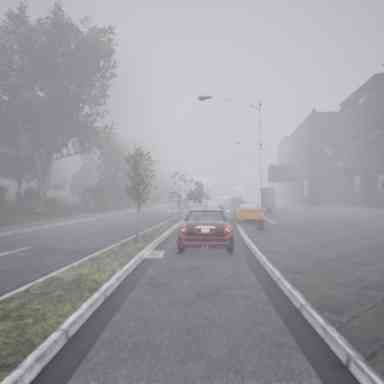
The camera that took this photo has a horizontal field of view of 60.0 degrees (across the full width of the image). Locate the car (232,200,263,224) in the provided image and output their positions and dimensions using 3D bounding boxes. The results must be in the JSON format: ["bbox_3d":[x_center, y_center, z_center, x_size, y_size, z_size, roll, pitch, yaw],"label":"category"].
[{"bbox_3d":[4.472,1.641,26.295,2.097,1.535,5.008,0,-1,5],"label":"car"}]

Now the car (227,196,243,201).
[{"bbox_3d":[7.986,1.650,59.335,2.435,2.045,5.566,0,0,6],"label":"car"}]

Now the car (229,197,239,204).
[{"bbox_3d":[10.232,2.086,81.425,2.163,1.488,4.792,0,0,5],"label":"car"}]

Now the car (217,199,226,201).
[{"bbox_3d":[2.110,1.685,31.928,1.882,1.535,5.008,0,0,6],"label":"car"}]

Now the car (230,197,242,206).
[{"bbox_3d":[8.569,1.815,64.789,2.185,1.767,4.553,0,0,6],"label":"car"}]

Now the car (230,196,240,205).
[{"bbox_3d":[9.751,1.893,75.825,2.185,1.767,4.553,1,0,6],"label":"car"}]

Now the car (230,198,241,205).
[{"bbox_3d":[9.163,1.981,70.328,2.231,1.521,4.892,0,0,6],"label":"car"}]

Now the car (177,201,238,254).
[{"bbox_3d":[0.601,1.410,13.996,2.097,1.767,4.553,0,0,3],"label":"car"}]
